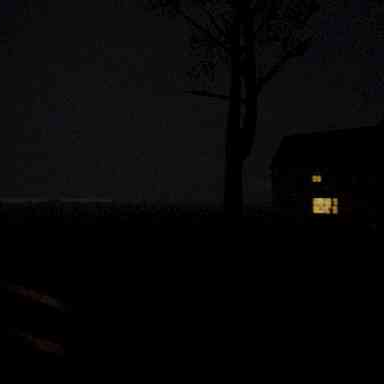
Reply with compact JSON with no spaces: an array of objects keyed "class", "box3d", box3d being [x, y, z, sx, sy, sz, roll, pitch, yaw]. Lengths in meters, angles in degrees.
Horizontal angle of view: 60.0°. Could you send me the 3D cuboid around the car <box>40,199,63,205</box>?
[{"class":"car","box3d":[-30.260,2.121,71.793,2.033,1.411,5.357,-1,-1,17]}]
